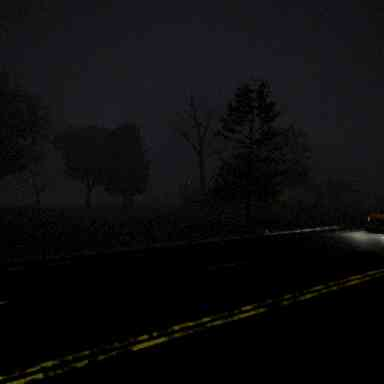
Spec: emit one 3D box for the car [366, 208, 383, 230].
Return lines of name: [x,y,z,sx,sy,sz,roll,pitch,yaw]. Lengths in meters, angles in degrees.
car: [13.120,1.638,21.384,5.008,1.535,1.882,1,0,-36]
